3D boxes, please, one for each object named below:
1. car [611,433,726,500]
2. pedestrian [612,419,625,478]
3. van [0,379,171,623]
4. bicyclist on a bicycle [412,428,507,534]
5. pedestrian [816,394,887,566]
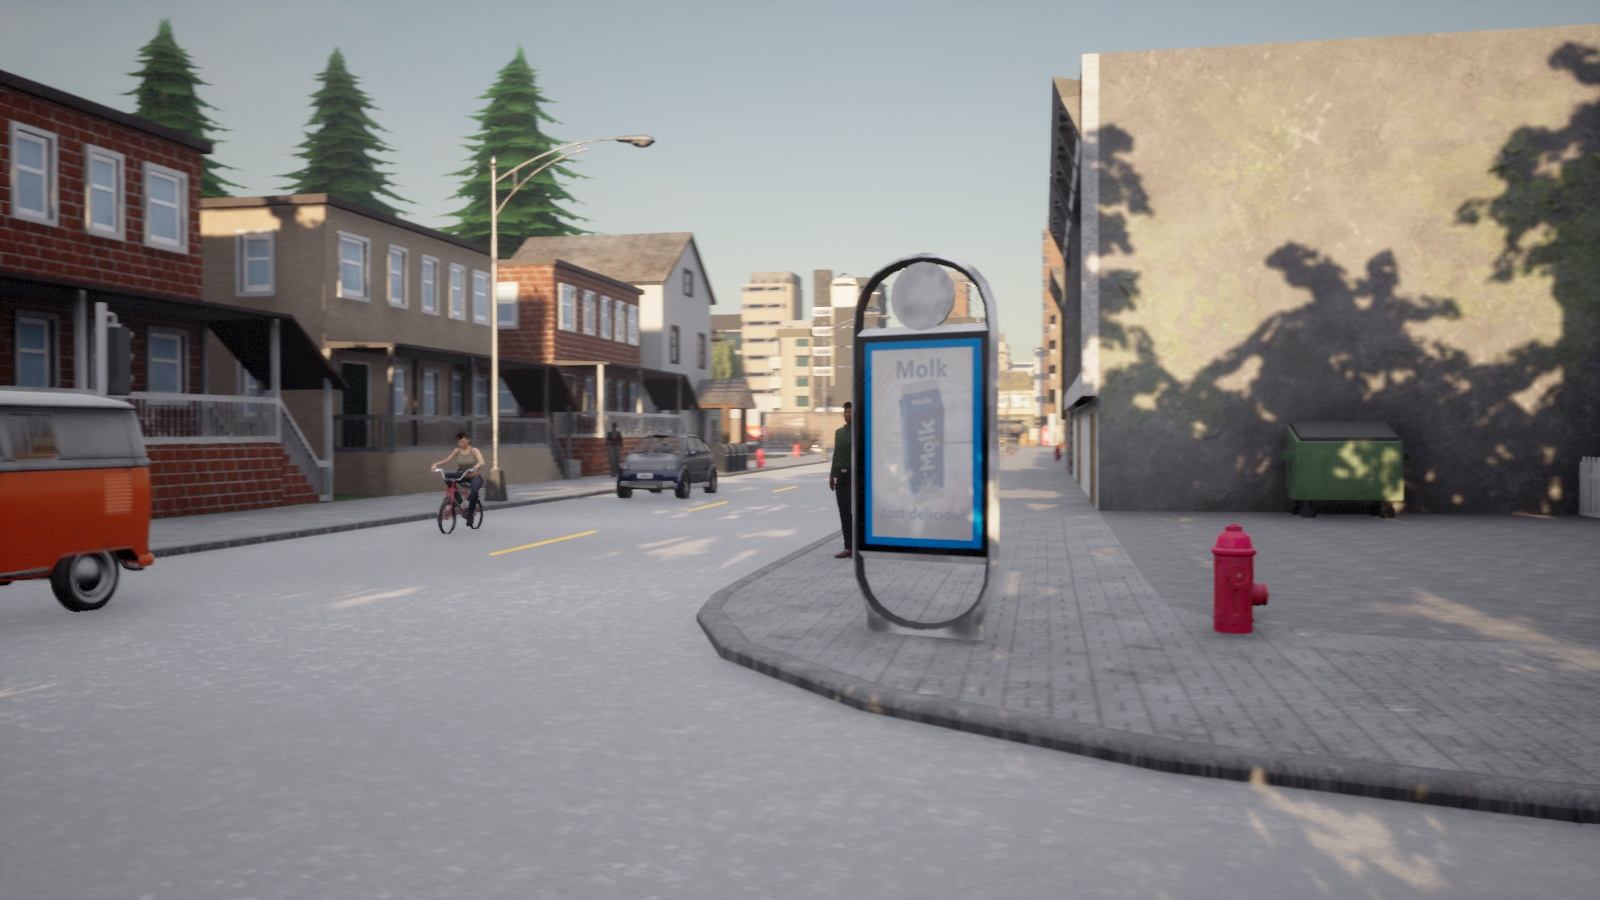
[{"bbox_3d":[-3.176,0.361,30.968,1.789,1.549,3.705,0,1,11],"label":"car"},{"bbox_3d":[-5.946,-0.063,41.231,0.402,1.930,0.666,0,1,-7],"label":"pedestrian"},{"bbox_3d":[-7.433,0.407,10.093,1.775,1.987,4.442,1,1,14],"label":"van"},{"bbox_3d":[-5.378,0.463,19.928,0.866,1.612,1.509,0,1,11],"label":"bicyclist on a bicycle"},{"bbox_3d":[0.603,0.336,14.627,0.423,1.949,0.788,1,1,40],"label":"pedestrian"}]
